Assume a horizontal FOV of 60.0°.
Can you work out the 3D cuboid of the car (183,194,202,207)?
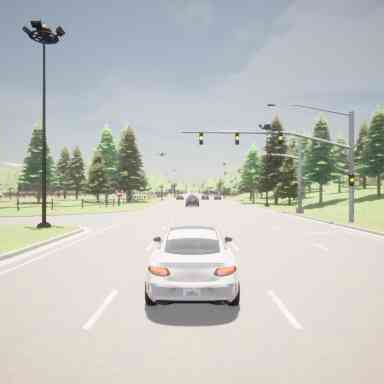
[{"bbox_3d":[0.080,1.352,51.769,2.097,1.767,4.553,0,0,0],"label":"car"}]

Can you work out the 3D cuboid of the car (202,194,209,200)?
[{"bbox_3d":[3.644,1.355,93.209,2.097,1.767,4.553,0,0,0],"label":"car"}]

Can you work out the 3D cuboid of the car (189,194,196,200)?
[{"bbox_3d":[0.144,1.332,92.832,1.837,1.490,4.892,0,0,0],"label":"car"}]

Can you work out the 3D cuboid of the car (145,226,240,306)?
[{"bbox_3d":[0.018,1.526,7.895,1.812,1.442,4.674,0,0,0],"label":"car"}]

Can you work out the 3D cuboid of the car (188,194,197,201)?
[{"bbox_3d":[0.128,1.348,82.798,2.097,1.767,4.553,0,0,0],"label":"car"}]

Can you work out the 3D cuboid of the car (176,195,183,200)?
[{"bbox_3d":[-3.356,1.553,93.217,1.994,1.385,4.181,0,0,0],"label":"car"}]

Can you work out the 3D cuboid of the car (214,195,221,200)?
[{"bbox_3d":[7.144,1.525,93.234,2.128,1.511,4.902,0,0,0],"label":"car"}]
